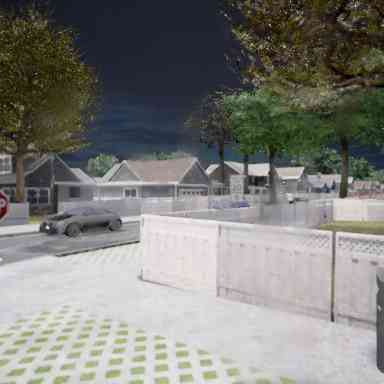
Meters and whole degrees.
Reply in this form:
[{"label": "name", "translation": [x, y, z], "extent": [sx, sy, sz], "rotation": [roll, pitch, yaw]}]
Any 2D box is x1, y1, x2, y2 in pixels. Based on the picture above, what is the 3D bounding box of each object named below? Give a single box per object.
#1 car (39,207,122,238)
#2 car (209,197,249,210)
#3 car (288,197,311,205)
[{"label": "car", "translation": [-5.676, 1.487, 17.367], "extent": [1.994, 1.385, 4.181], "rotation": [0, 0, 36]}, {"label": "car", "translation": [3.409, 1.197, 30.115], "extent": [2.097, 1.767, 4.553], "rotation": [0, 0, 35]}, {"label": "car", "translation": [14.909, 1.369, 46.095], "extent": [1.895, 1.301, 4.718], "rotation": [0, 0, 35]}]
